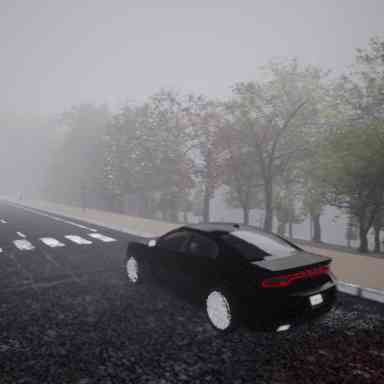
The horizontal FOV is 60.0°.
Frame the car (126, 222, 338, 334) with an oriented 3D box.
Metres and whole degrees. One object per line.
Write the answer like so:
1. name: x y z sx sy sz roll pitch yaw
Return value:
1. car: 0.335 1.351 6.732 1.882 1.535 5.008 -1 1 -35
